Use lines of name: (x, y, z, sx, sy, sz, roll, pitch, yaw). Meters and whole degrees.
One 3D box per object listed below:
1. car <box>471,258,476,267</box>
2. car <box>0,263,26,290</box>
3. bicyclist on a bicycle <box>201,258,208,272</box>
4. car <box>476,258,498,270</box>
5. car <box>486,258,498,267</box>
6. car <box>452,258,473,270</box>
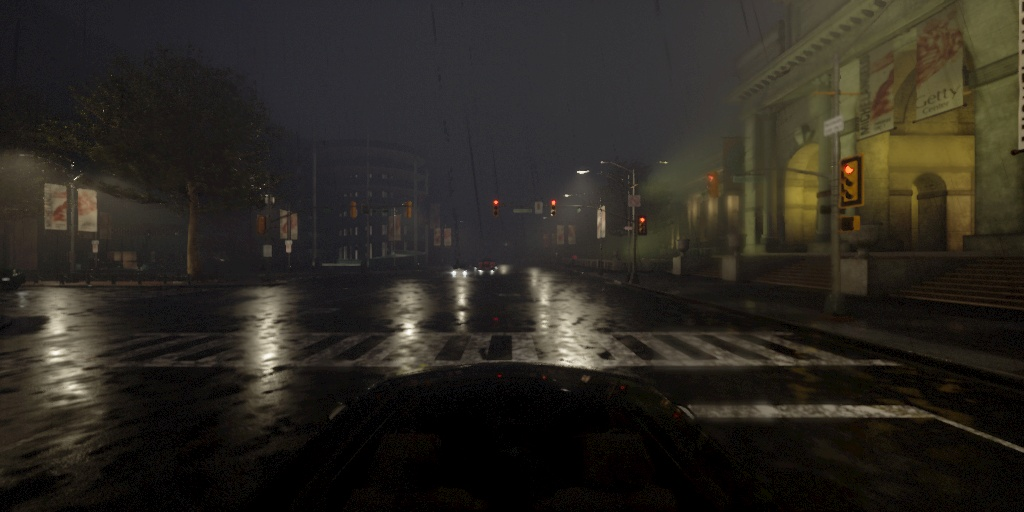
car: (-7.076, 1.222, 63.674, 1.837, 1.490, 4.892, 0, 0, 0)
car: (-31.114, 0.962, 20.095, 5.566, 2.045, 2.150, 0, 0, 0)
bicyclist on a bicycle: (-34.228, 1.031, 39.560, 0.582, 1.620, 1.656, 0, 0, 0)
car: (-3.586, 1.076, 51.414, 2.097, 1.767, 4.553, 0, 0, 0)
car: (-3.607, 1.194, 65.373, 1.882, 1.535, 5.008, 0, 0, 0)
car: (-7.093, 1.326, 50.100, 1.895, 1.301, 4.718, 0, 0, 0)
